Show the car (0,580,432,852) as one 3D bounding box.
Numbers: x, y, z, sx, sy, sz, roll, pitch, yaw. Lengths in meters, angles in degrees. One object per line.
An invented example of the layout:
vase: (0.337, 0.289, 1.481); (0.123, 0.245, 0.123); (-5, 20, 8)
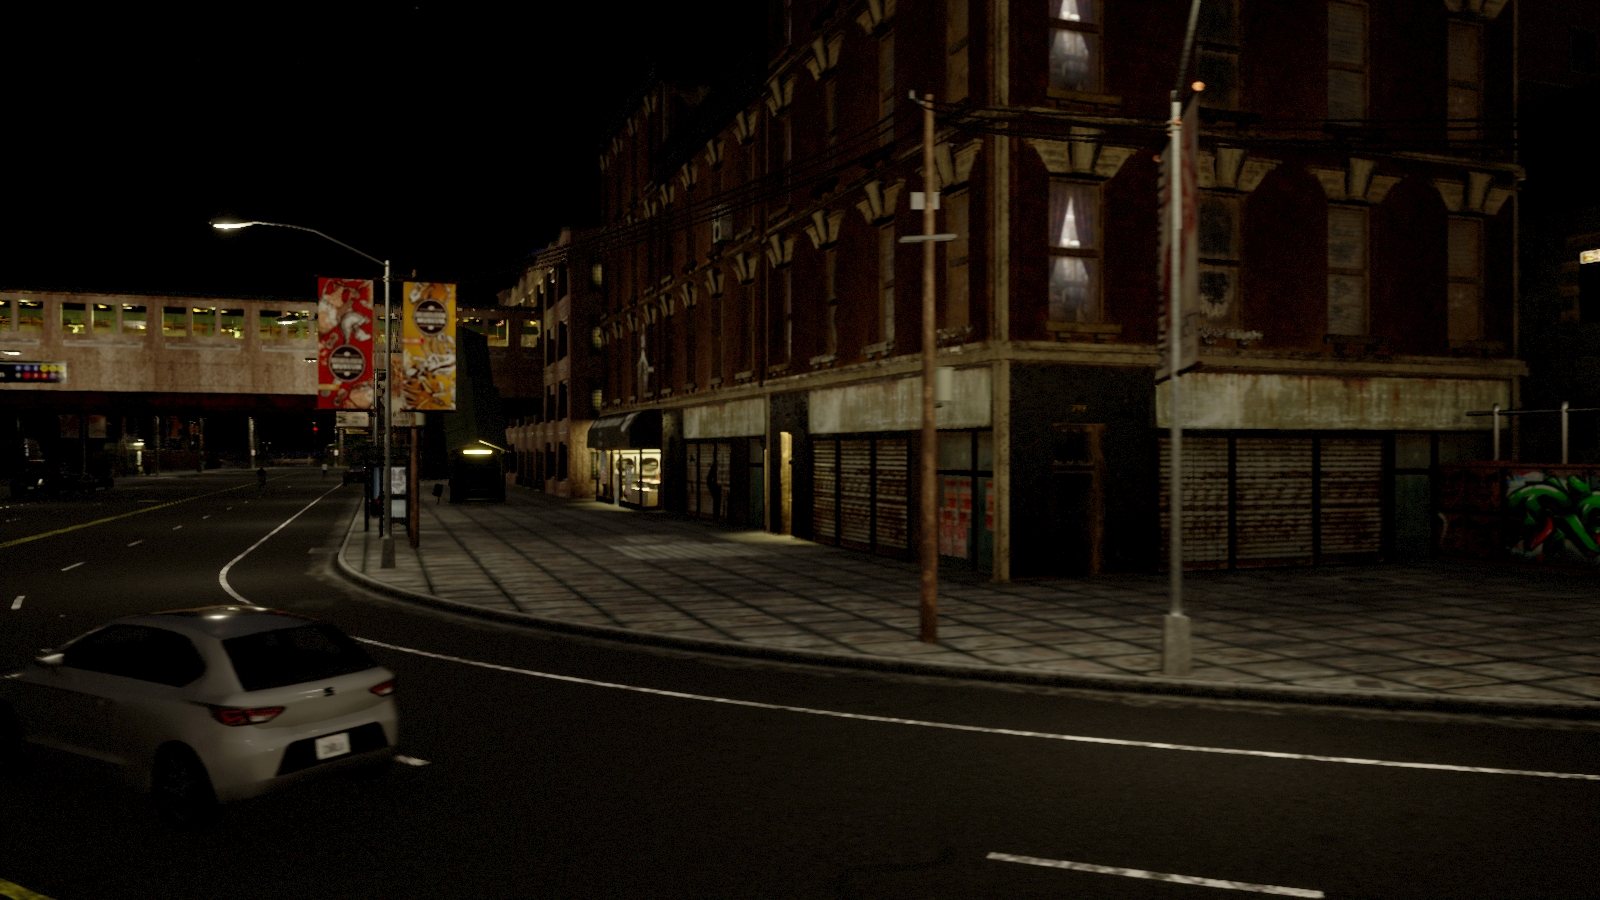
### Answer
car: (-5.329, 2.069, 9.850); (4.193, 1.474, 1.816); (0, 0, 32)
